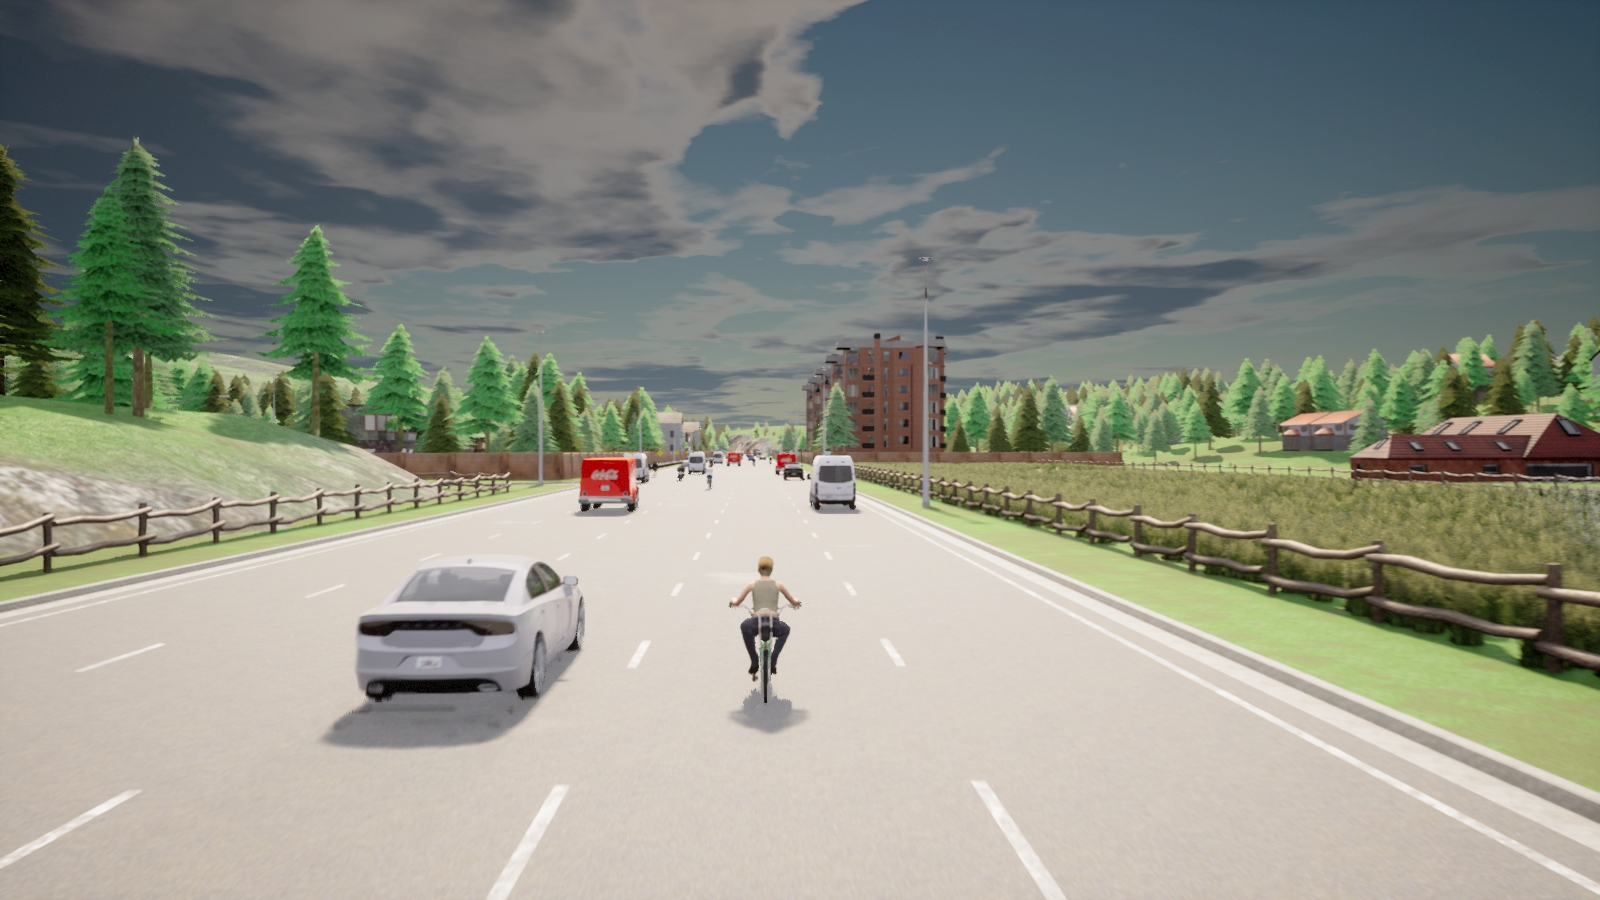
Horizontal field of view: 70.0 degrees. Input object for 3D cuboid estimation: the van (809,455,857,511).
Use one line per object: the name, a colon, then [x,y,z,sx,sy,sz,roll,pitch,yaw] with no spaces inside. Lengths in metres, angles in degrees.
van: [1.549,1.561,56.271,1.988,2.561,5.915,0,0,-2]

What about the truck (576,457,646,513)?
truck: [-8.883,1.599,54.057,2.627,2.467,5.204,0,0,-2]

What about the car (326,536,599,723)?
car: [-3.928,2.043,14.317,2.097,1.535,5.006,0,0,-2]

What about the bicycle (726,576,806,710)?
bicycle: [-0.394,2.165,13.071,0.859,1.276,1.487,0,0,-2]
